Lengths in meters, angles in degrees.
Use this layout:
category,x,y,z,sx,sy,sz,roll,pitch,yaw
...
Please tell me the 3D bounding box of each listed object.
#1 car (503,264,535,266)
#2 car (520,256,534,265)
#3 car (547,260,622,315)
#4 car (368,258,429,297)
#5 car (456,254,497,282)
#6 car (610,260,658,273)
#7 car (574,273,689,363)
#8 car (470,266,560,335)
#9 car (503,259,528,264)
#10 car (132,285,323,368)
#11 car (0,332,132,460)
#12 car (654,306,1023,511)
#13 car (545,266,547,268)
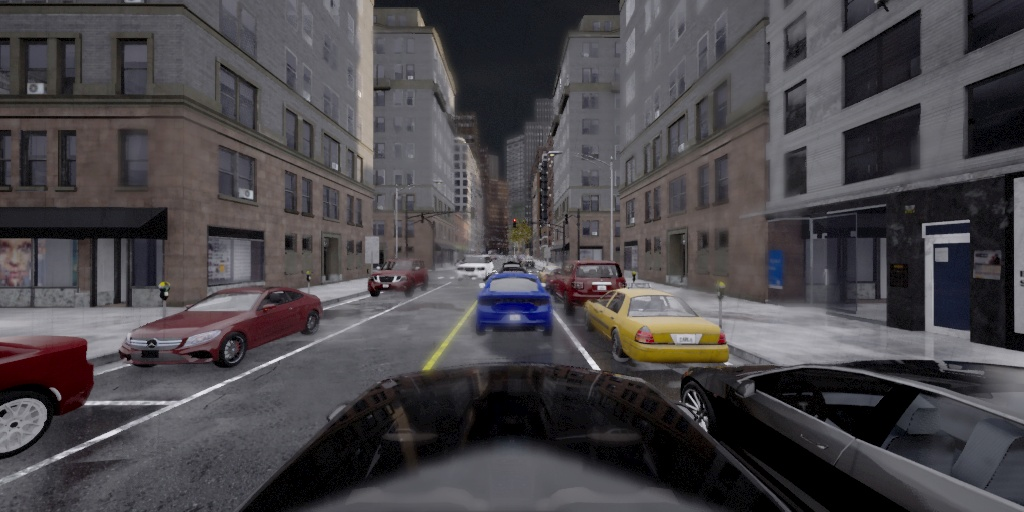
category,x,y,z,sx,sy,sz,roll,pitch,yaw
car,0.070,1.297,17.985,1.994,1.385,4.181,0,0,0
car,2.682,1.133,56.588,2.007,1.370,4.403,0,0,0
car,2.746,1.056,13.376,2.192,1.841,5.009,0,0,0
car,-5.788,1.046,18.922,2.192,1.841,5.009,0,0,0
car,-2.803,0.930,28.328,2.150,2.045,5.566,0,0,4
car,13.426,1.166,39.684,4.674,1.442,1.812,0,0,-1
car,2.754,1.272,7.992,1.751,1.417,4.829,0,0,0
car,0.036,1.222,10.482,1.882,1.535,5.008,0,0,-1
car,0.010,1.216,26.898,1.837,1.490,4.892,0,0,0
car,-5.771,1.329,7.816,1.802,1.307,4.207,0,0,0
car,-5.763,1.296,2.264,1.888,1.381,4.507,0,0,0
car,2.762,1.316,2.270,1.948,1.339,4.313,0,0,0
car,2.737,1.313,18.928,1.802,1.307,4.207,0,0,0
